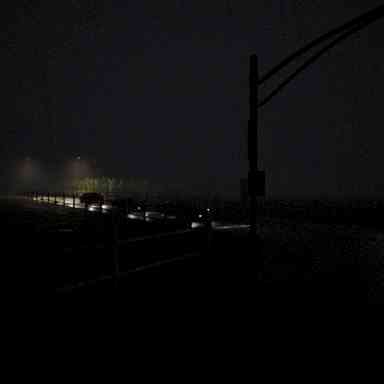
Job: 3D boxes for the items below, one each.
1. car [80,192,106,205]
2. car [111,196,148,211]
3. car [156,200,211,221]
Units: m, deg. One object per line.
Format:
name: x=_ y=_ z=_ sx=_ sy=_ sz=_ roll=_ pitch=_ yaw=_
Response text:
car: x=-11.967 y=0.794 z=40.003 sx=1.837 sy=1.490 sz=4.892 roll=0 pitch=1 yaw=-35
car: x=-5.957 y=1.077 z=31.410 sx=1.895 sy=1.301 sz=4.718 roll=0 pitch=1 yaw=-35
car: x=-0.706 y=1.242 z=23.914 sx=1.895 sy=1.301 sz=4.718 roll=0 pitch=1 yaw=-35
